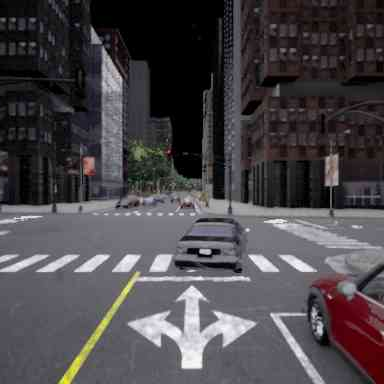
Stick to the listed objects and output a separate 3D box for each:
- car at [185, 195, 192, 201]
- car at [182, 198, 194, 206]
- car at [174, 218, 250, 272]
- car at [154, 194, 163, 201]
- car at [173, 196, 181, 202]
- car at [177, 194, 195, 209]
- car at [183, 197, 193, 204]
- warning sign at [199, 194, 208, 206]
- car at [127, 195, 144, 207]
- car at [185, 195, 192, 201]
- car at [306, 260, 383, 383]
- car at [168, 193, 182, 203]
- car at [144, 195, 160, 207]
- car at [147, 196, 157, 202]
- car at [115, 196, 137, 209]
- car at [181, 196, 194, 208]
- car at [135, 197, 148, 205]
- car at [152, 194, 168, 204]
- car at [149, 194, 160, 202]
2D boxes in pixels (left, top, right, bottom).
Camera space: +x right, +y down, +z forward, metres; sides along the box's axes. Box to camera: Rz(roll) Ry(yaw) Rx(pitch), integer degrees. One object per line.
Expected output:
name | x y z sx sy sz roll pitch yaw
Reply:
car | -0.915 1.622 93.901 1.967 1.590 4.097 0 0 0
car | -0.673 1.643 55.926 1.802 1.307 4.206 0 0 0
car | 0.831 1.554 10.866 2.033 1.411 5.357 0 0 12
car | -9.441 1.497 93.859 2.192 1.841 5.009 0 0 0
car | -3.597 1.625 81.651 1.812 1.442 4.674 0 0 0
car | -0.605 1.471 45.077 1.967 1.590 4.097 0 0 0
car | -0.743 1.637 66.776 1.887 1.381 4.507 0 0 0
warning sign | 1.683 1.157 48.762 1.300 1.860 1.060 0 0 0
car | -9.165 1.361 50.451 2.192 1.841 5.009 0 0 0
car | -0.881 1.603 88.475 1.967 1.590 4.097 0 0 0
car | 2.761 1.442 3.683 1.967 1.590 4.097 0 0 0
car | -3.533 1.461 71.614 2.097 1.767 4.553 0 0 0
car | -6.478 1.573 50.867 1.812 1.442 4.674 0 0 0
car | -9.337 1.709 77.580 1.802 1.307 4.206 0 0 0
car | -9.130 1.597 45.025 1.947 1.339 4.313 0 0 0
car | -0.639 1.486 50.501 1.967 1.590 4.097 0 0 0
car | -9.232 1.602 61.133 1.752 1.417 4.829 0 0 0
car | -6.507 1.638 67.057 2.033 1.411 5.357 0 0 0
car | -9.372 1.460 83.007 2.192 1.841 5.009 0 0 0
